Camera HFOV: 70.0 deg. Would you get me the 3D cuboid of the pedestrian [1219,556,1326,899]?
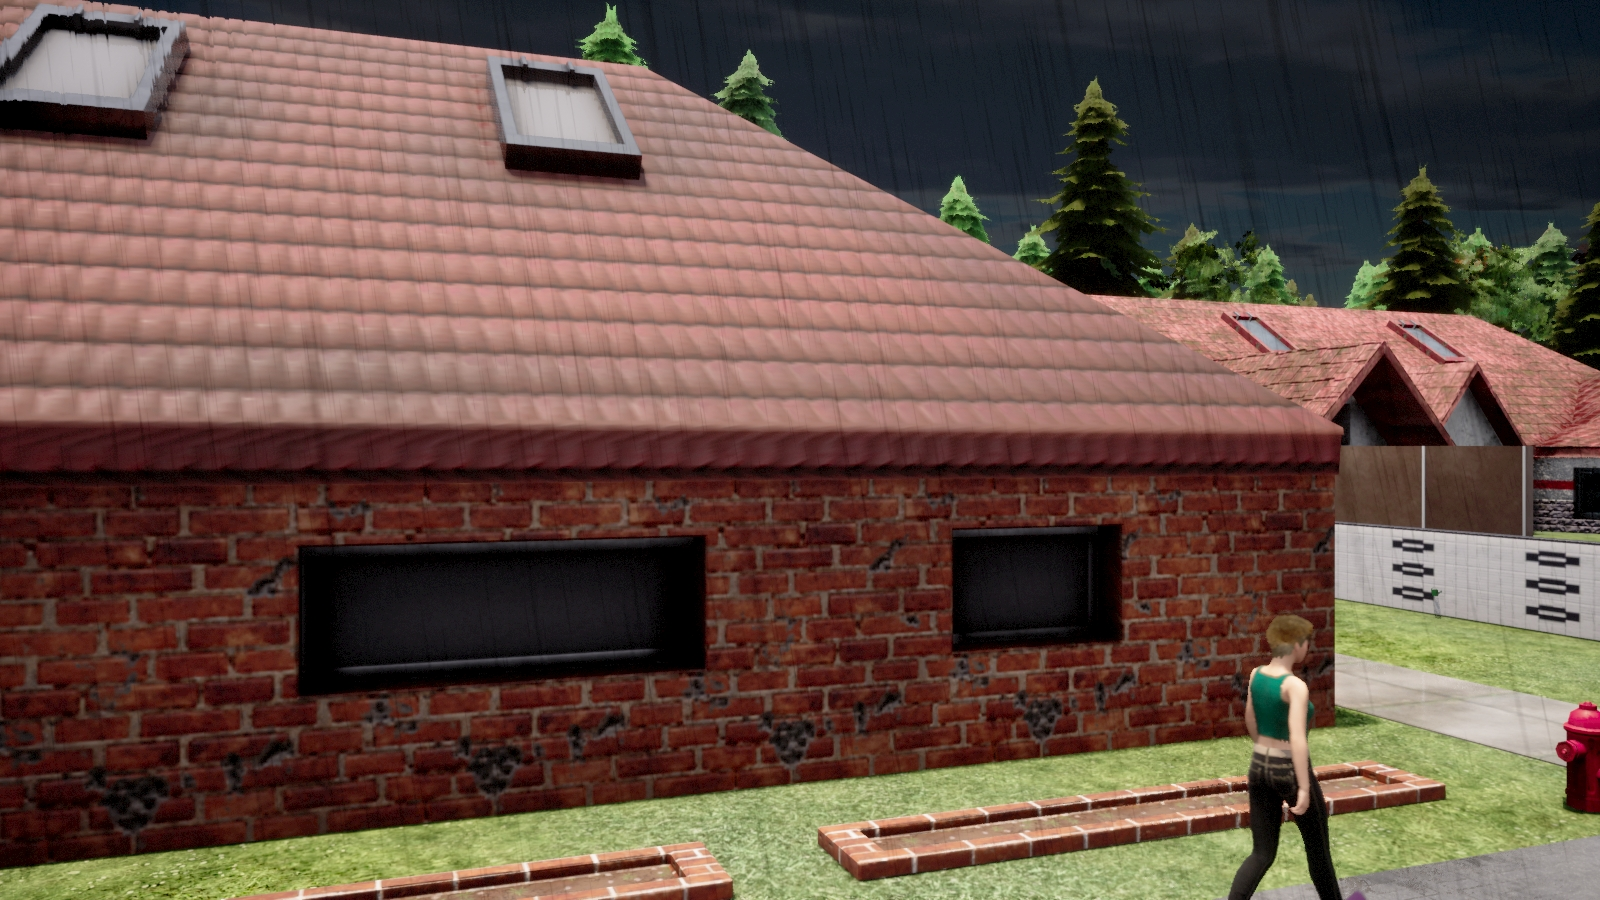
[{"bbox_3d":[2.543,1.524,6.162,0.375,1.860,0.375,0,0,-21],"label":"pedestrian"}]
